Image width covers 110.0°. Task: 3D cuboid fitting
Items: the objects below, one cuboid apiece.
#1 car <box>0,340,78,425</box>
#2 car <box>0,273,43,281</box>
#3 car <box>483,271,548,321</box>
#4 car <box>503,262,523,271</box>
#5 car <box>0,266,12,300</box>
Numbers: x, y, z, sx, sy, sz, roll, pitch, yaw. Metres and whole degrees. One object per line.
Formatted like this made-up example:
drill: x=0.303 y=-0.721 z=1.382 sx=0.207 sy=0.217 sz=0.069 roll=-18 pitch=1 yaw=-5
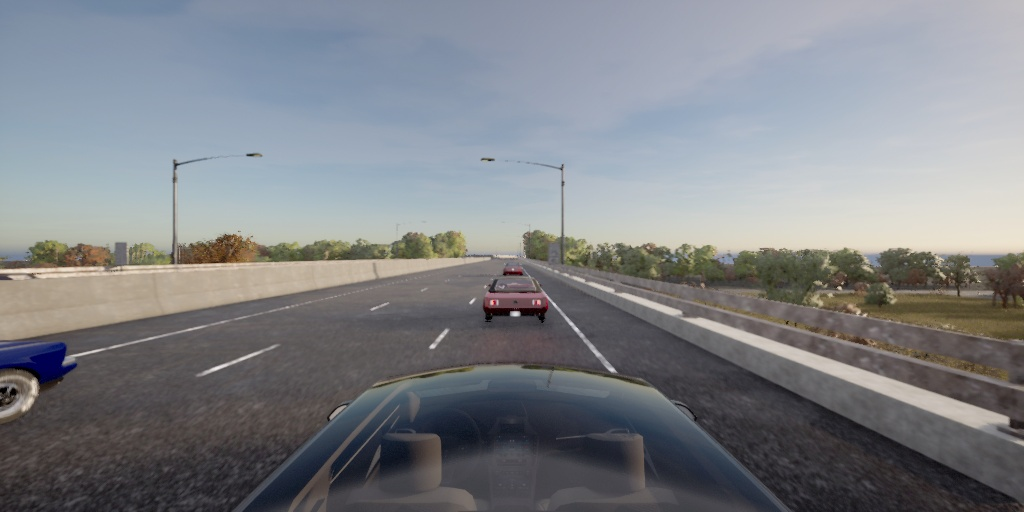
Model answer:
car: x=-6.901 y=1.351 z=2.719 sx=1.895 sy=1.301 sz=4.718 roll=0 pitch=0 yaw=0
car: x=-21.003 y=1.357 z=14.253 sx=1.895 sy=1.301 sz=4.718 roll=0 pitch=0 yaw=0
car: x=0.098 y=1.356 z=12.408 sx=1.895 sy=1.301 sz=4.718 roll=0 pitch=0 yaw=0
car: x=0.095 y=1.332 z=37.908 sx=1.994 sy=1.385 sz=4.181 roll=0 pitch=0 yaw=0
car: x=-24.502 y=1.249 z=14.387 sx=1.882 sy=1.535 sz=5.008 roll=0 pitch=0 yaw=0
